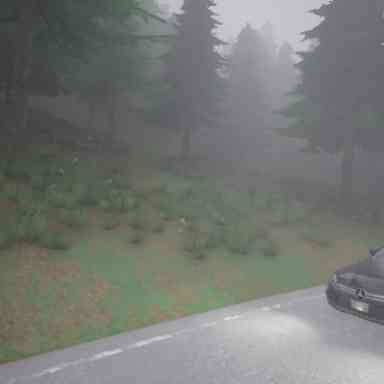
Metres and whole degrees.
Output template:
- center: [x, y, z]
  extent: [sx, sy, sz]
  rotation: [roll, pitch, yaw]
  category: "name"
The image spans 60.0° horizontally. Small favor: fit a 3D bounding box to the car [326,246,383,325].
- center: [4.670, 1.540, 6.383]
  extent: [4.674, 1.442, 1.812]
  rotation: [0, -1, -29]
  category: "car"
